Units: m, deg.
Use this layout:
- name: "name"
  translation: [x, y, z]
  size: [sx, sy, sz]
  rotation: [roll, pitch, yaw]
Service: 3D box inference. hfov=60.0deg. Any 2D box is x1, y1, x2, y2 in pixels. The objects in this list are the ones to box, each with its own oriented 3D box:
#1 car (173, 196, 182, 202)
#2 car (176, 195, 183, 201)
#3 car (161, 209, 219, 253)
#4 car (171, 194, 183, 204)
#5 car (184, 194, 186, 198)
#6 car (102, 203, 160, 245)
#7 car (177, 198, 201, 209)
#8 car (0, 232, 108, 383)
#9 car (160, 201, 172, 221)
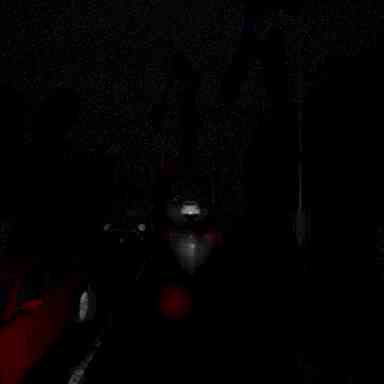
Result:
- name: "car"
  translation: [-3.244, 1.642, 74.847]
  size: [1.802, 1.307, 4.206]
  rotation: [0, 0, 0]
- name: "car"
  translation: [-3.383, 1.552, 91.662]
  size: [1.967, 1.590, 4.097]
  rotation: [0, 0, 0]
- name: "car"
  translation: [-0.016, 1.593, 13.620]
  size: [1.895, 1.301, 4.718]
  rotation: [0, 0, 0]
- name: "car"
  translation: [-3.149, 1.559, 63.467]
  size: [1.752, 1.417, 4.829]
  rotation: [0, 0, 0]
- name: "car"
  translation: [-3.336, 1.533, 86.058]
  size: [1.967, 1.590, 4.097]
  rotation: [0, 0, 0]
- name: "car"
  translation: [-2.748, 1.431, 15.108]
  size: [1.967, 1.590, 4.097]
  rotation: [1, 0, 0]
- name: "car"
  translation: [-0.136, 1.519, 29.976]
  size: [1.812, 1.442, 4.674]
  rotation: [0, 0, 0]
- name: "car"
  translation: [-2.660, 1.541, 4.348]
  size: [1.887, 1.381, 4.507]
  rotation: [1, 0, 0]
- name: "car"
  translation: [-2.838, 1.557, 25.868]
  size: [1.947, 1.339, 4.313]
  rotation: [0, 0, 0]
